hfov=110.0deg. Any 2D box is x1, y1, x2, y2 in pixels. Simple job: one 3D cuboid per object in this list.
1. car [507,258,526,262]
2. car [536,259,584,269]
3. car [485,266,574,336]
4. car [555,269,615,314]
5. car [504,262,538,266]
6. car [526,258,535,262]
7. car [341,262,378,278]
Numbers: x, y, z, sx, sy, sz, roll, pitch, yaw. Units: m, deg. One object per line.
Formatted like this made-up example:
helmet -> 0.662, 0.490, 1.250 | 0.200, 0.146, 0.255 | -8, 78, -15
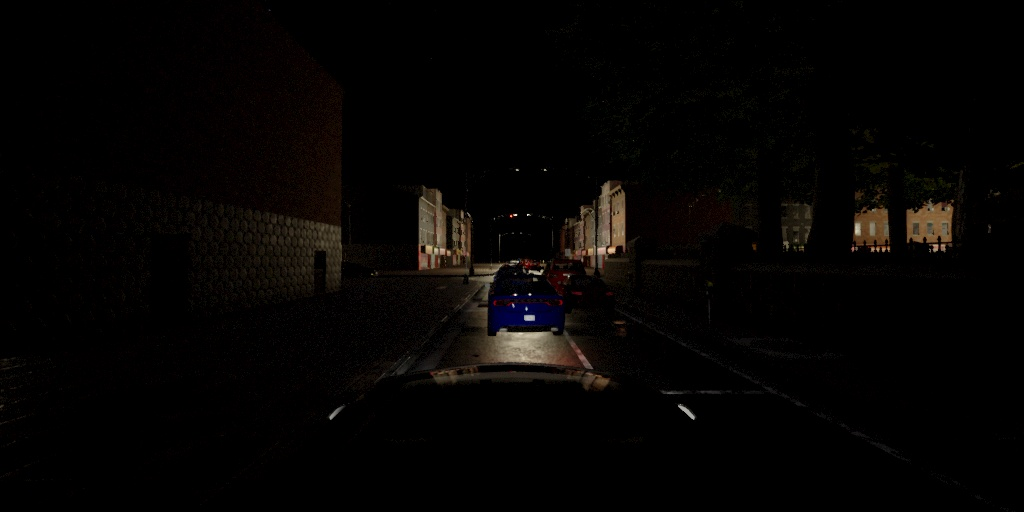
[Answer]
car -> 0.117, 1.286, 39.225 | 2.128, 1.511, 4.902 | 0, 0, 5
car -> 2.650, 1.074, 18.960 | 2.192, 1.841, 5.009 | 0, 0, 0
car -> 0.231, 1.230, 10.470 | 1.882, 1.535, 5.008 | 0, 0, -4
car -> 2.646, 1.336, 13.511 | 1.802, 1.307, 4.207 | 0, 0, 0
car -> 0.081, 1.236, 18.007 | 1.882, 1.535, 5.008 | 0, 0, 1
car -> 2.668, 1.350, 45.389 | 1.888, 1.381, 4.507 | 0, 0, 0
car -> -13.953, 1.243, 30.538 | 4.892, 1.490, 1.837 | 0, -1, 0
